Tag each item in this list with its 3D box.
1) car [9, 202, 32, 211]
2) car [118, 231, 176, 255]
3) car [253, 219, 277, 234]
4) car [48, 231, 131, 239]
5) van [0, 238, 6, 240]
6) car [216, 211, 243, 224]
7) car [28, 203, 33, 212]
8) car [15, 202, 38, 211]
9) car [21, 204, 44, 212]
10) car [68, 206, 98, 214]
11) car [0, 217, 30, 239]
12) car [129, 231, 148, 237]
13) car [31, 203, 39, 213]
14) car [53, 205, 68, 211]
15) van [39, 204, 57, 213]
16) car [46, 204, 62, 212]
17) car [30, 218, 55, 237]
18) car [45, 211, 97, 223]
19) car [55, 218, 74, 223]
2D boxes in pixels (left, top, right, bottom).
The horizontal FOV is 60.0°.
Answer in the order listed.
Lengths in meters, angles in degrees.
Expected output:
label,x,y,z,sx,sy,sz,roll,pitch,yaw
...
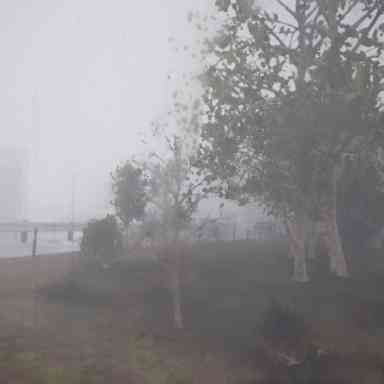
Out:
label,x,y,z,sx,sy,sz,roll,pitch,yaw
car,-41.286,3.438,80.213,2.185,1.767,4.553,1,1,19
car,-4.083,4.588,30.490,4.792,1.488,2.163,2,1,17
car,8.042,3.678,36.321,1.837,1.490,4.892,2,-3,24
car,-7.783,4.306,25.660,5.566,2.045,2.435,2,1,17
van,-11.294,4.335,20.816,4.442,1.987,1.878,2,1,17
car,5.794,4.130,53.715,2.150,2.045,5.566,0,-1,-31
car,-34.294,3.585,74.519,2.185,1.767,4.553,0,1,19
car,-38.946,3.487,78.334,2.185,1.767,4.553,1,1,19
car,-36.622,3.702,76.428,2.002,1.452,4.674,0,1,19
car,-20.188,3.759,63.274,2.435,2.045,5.566,1,1,18
car,-21.093,4.020,36.089,5.566,2.045,2.435,0,0,17
car,-5.902,4.307,28.074,5.566,2.045,2.435,2,1,17
car,-31.926,3.760,72.676,2.097,1.535,5.008,1,1,19
car,-24.833,3.903,67.226,1.946,1.575,5.366,0,1,19
van,-29.619,3.586,70.679,1.878,1.987,4.442,1,1,19
car,-27.246,3.900,68.919,2.002,1.452,4.674,0,1,19
car,-19.304,4.021,38.446,5.566,2.045,2.435,0,0,17
car,-15.786,4.021,43.163,5.566,2.045,2.435,0,0,17
car,-17.519,4.301,40.816,4.792,1.488,2.163,0,0,17
